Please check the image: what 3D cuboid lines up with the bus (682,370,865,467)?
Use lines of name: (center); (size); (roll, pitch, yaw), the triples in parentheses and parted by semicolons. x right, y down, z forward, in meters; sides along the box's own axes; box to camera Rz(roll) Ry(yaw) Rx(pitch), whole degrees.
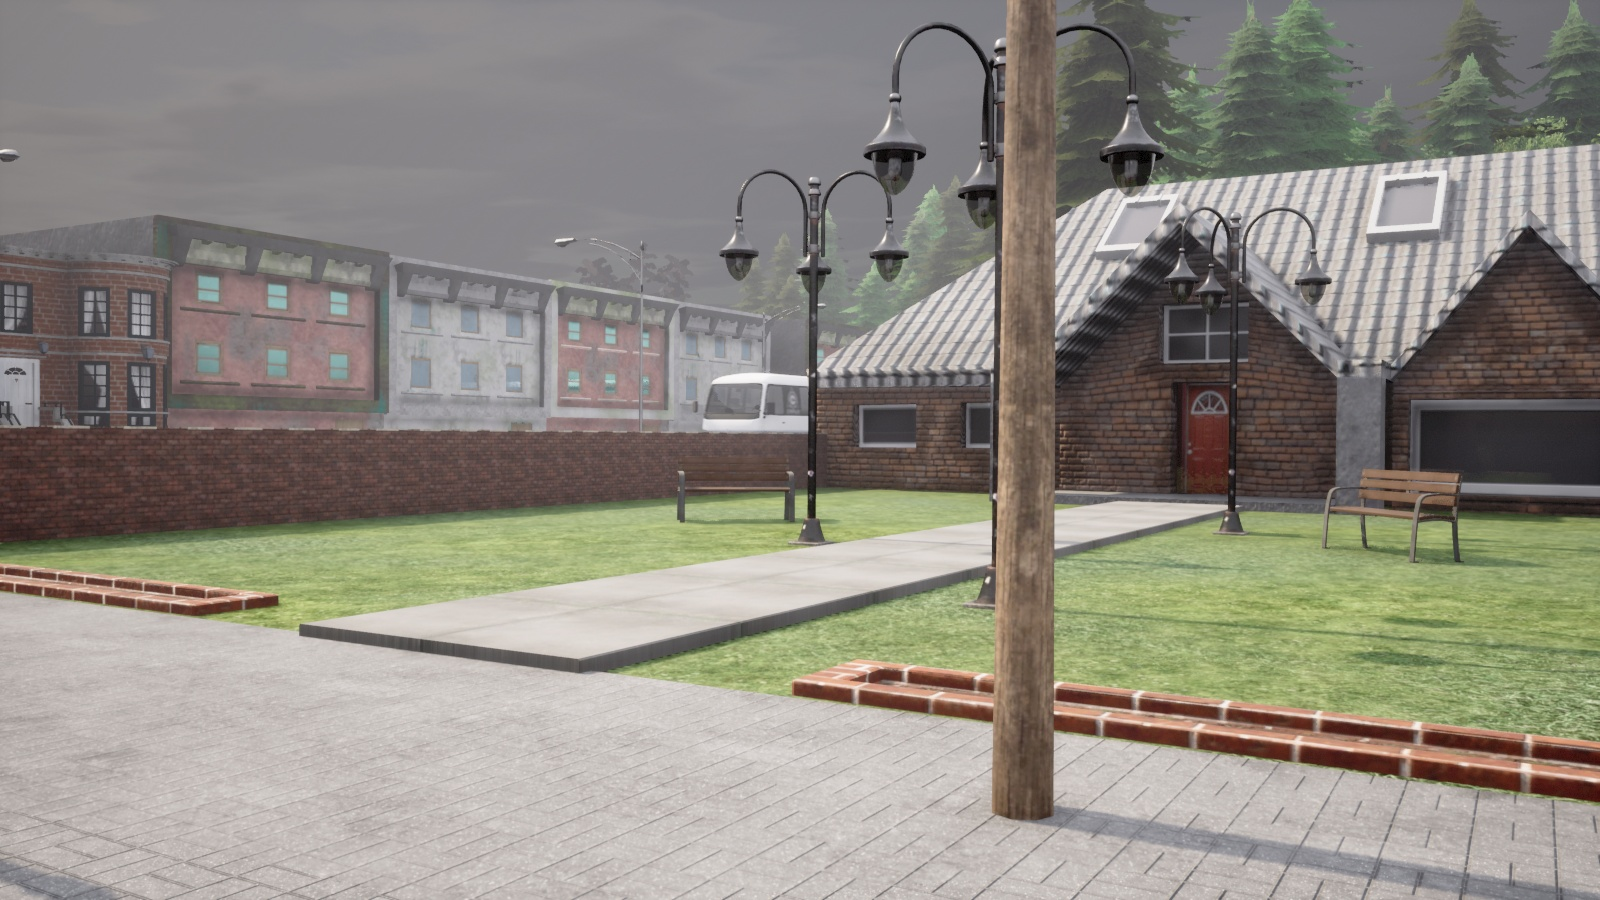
bus: (-1.018, -1.457, 60.113); (3.944, 4.253, 10.273); (0, 1, 30)
